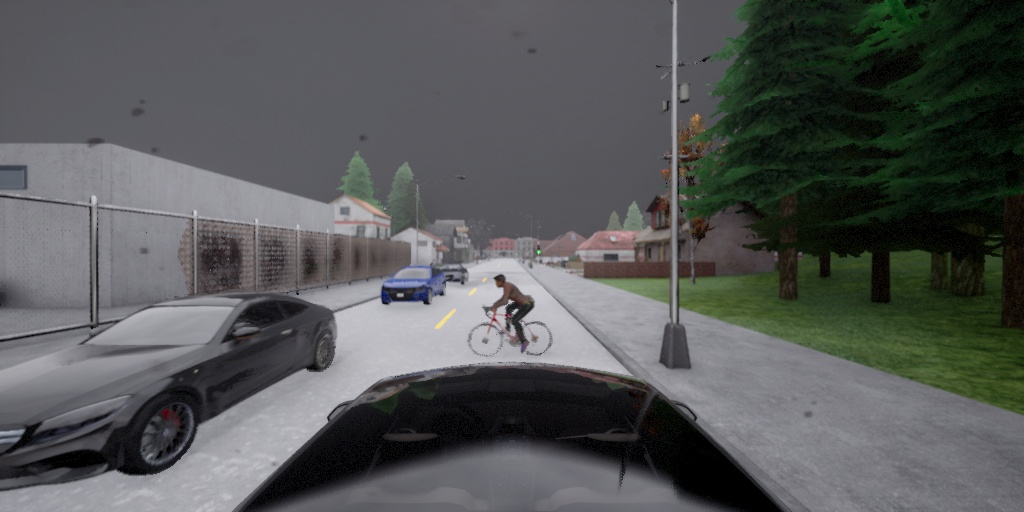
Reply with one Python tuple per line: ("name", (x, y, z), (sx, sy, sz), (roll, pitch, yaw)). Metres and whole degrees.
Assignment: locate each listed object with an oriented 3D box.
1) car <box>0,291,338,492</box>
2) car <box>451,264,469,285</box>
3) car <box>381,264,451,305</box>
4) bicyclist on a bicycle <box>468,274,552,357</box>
("car", (-4.111, 1.264, 4.892), (1.812, 1.442, 4.674), (0, 0, 0))
("car", (-4.139, 1.221, 24.967), (1.994, 1.385, 4.181), (0, 0, 0))
("car", (-4.171, 1.172, 15.824), (1.882, 1.535, 5.008), (0, 0, 0))
("bicyclist on a bicycle", (-0.049, 1.171, 6.991), (1.656, 1.620, 0.582), (-2, 0, 0))
